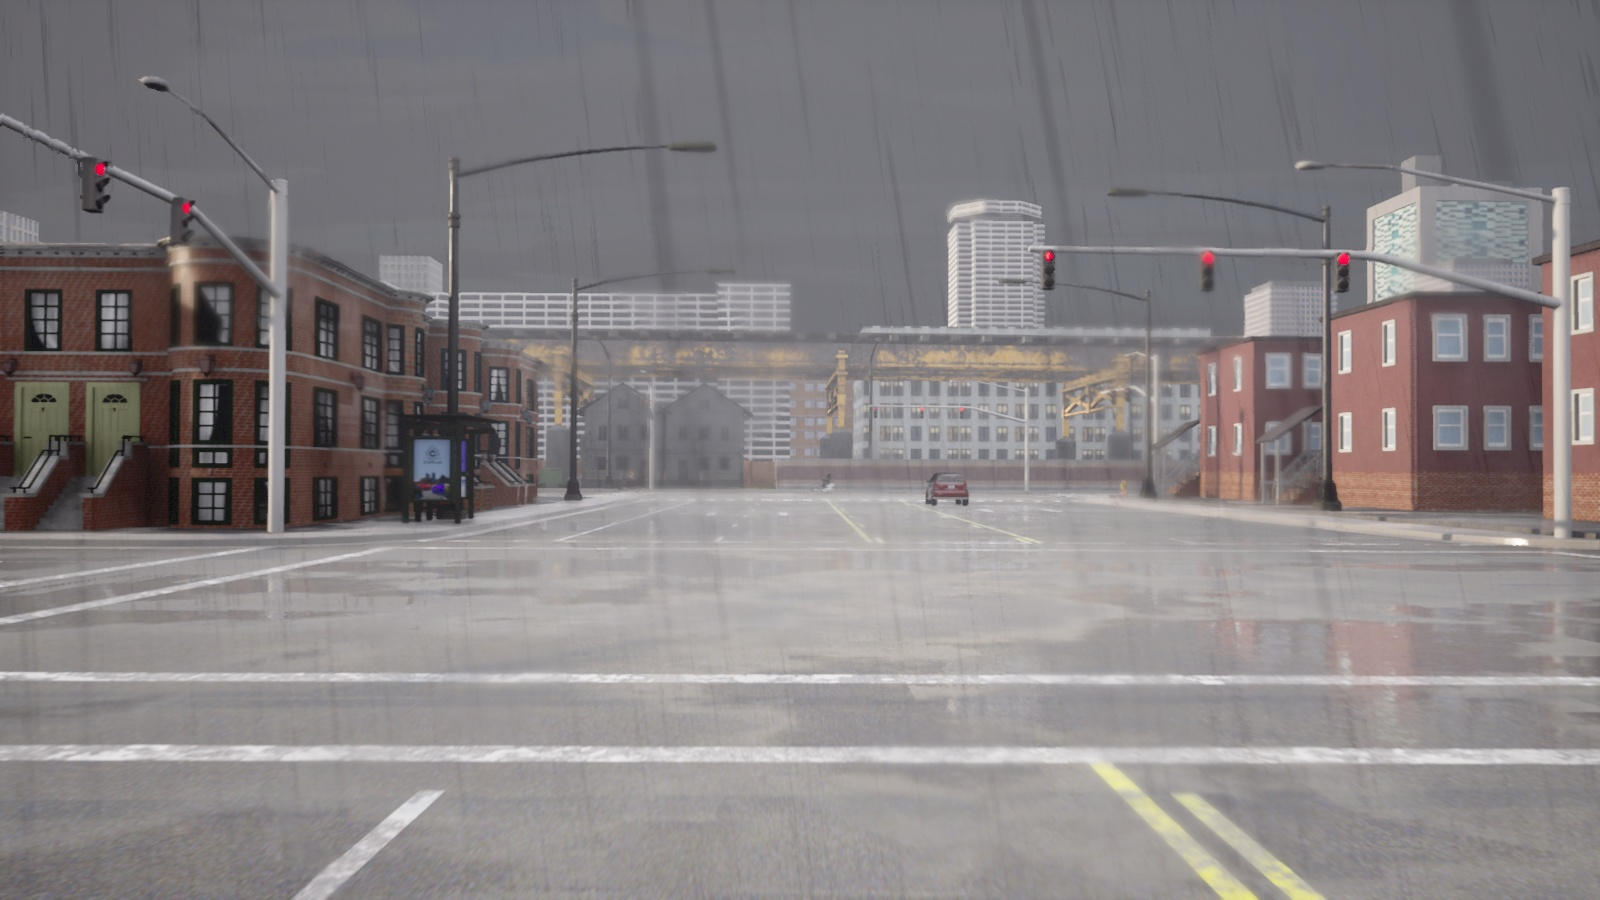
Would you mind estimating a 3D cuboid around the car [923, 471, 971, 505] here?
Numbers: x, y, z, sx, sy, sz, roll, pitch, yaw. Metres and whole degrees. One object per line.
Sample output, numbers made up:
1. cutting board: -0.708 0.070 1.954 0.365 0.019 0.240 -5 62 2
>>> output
1. car: 6.857 1.750 58.793 1.789 1.549 3.705 0 -1 0
